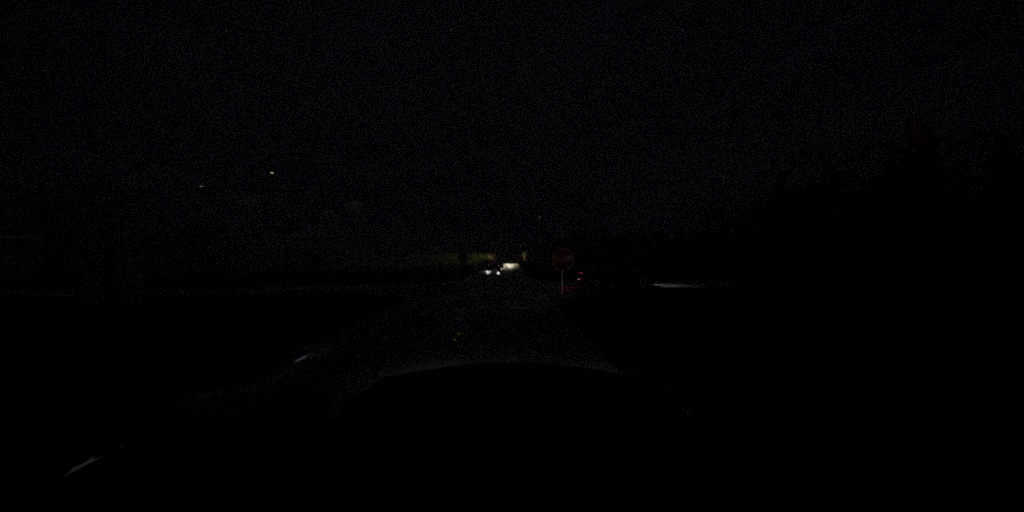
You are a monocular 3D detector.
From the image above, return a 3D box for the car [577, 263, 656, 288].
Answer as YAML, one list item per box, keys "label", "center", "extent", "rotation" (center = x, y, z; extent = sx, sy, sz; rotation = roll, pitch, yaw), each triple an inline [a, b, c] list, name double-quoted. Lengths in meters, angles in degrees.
- label: "car"
  center: [6.716, 1.212, 23.120]
  extent: [4.892, 1.490, 1.837]
  rotation: [-1, 0, 0]

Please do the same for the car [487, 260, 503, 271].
- label: "car"
  center: [-2.809, 1.429, 55.542]
  extent: [1.882, 1.535, 5.008]
  rotation: [0, 0, 0]
